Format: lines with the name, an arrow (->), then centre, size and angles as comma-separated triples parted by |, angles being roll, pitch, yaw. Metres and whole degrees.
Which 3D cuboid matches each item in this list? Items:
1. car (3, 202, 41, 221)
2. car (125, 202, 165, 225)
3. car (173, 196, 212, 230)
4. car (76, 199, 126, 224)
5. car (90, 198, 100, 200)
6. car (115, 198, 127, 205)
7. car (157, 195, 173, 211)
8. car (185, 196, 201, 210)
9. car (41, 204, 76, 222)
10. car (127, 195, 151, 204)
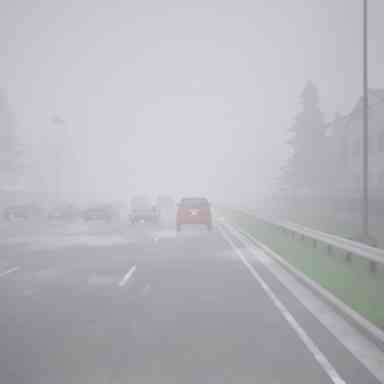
car -> -13.867, 1.594, 28.005 | 1.837, 1.490, 4.892 | 0, 0, 0
car -> -3.370, 1.683, 24.790 | 1.895, 1.301, 4.718 | 0, 0, 0
car -> 0.125, 1.296, 21.614 | 2.150, 2.045, 5.566 | 0, 0, 0
car -> -6.870, 1.577, 25.724 | 2.128, 1.511, 4.902 | 0, 0, 0
car -> -13.847, 1.634, 48.160 | 1.882, 1.535, 5.008 | 0, 0, 0
car -> -10.350, 1.646, 47.099 | 2.128, 1.511, 4.902 | 0, 0, 0
car -> -3.360, 1.365, 43.313 | 2.150, 2.045, 5.566 | 0, 0, 0
car -> 0.156, 1.504, 45.713 | 2.097, 1.767, 4.553 | 0, 0, 0
car -> -10.367, 1.653, 27.612 | 1.994, 1.385, 4.181 | 0, 0, 0
car -> -6.854, 1.371, 44.984 | 2.150, 2.045, 5.566 | 0, 0, 0
